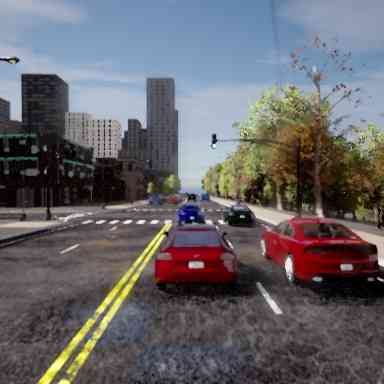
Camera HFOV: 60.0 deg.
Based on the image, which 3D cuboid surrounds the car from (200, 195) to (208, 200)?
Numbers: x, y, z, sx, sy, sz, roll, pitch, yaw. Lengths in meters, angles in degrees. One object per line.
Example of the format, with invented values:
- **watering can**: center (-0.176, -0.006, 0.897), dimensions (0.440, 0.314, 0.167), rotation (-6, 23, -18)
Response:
- **car**: center (3.231, 1.476, 90.590), dimensions (1.812, 1.442, 4.674), rotation (0, 0, 0)

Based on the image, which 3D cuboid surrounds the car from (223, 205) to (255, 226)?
- **car**: center (3.343, 1.600, 24.050), dimensions (1.994, 1.385, 4.181), rotation (0, 0, 0)

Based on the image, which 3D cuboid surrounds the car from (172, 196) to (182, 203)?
- **car**: center (-3.265, 1.643, 75.631), dimensions (2.033, 1.411, 5.357), rotation (0, 0, 0)

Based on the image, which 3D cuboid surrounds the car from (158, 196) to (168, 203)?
- **car**: center (-6.516, 1.698, 75.740), dimensions (1.895, 1.301, 4.718), rotation (0, 0, 0)

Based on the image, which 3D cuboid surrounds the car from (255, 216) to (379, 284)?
- **car**: center (3.345, 1.493, 9.681), dimensions (1.882, 1.535, 5.008), rotation (0, 0, 0)

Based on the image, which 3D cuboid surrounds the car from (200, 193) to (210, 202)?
- **car**: center (3.232, 1.325, 80.201), dimensions (2.150, 2.045, 5.566), rotation (0, 0, 0)

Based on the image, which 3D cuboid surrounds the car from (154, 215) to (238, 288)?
- **car**: center (0.097, 1.578, 9.332), dimensions (1.994, 1.385, 4.181), rotation (0, 0, 0)

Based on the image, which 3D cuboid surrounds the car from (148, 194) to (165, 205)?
- **car**: center (-6.551, 1.303, 60.311), dimensions (2.150, 2.045, 5.566), rotation (0, 0, 1)

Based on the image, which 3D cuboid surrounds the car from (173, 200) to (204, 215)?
- **car**: center (-0.210, 1.562, 24.332), dimensions (1.812, 1.442, 4.674), rotation (0, 0, -5)

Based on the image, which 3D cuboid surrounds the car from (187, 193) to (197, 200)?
- **car**: center (-0.018, 1.325, 80.200), dimensions (2.150, 2.045, 5.566), rotation (0, 0, 0)

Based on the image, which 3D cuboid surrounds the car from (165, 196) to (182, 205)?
- **car**: center (-3.304, 1.561, 60.265), dimensions (1.882, 1.535, 5.008), rotation (0, 0, 1)
